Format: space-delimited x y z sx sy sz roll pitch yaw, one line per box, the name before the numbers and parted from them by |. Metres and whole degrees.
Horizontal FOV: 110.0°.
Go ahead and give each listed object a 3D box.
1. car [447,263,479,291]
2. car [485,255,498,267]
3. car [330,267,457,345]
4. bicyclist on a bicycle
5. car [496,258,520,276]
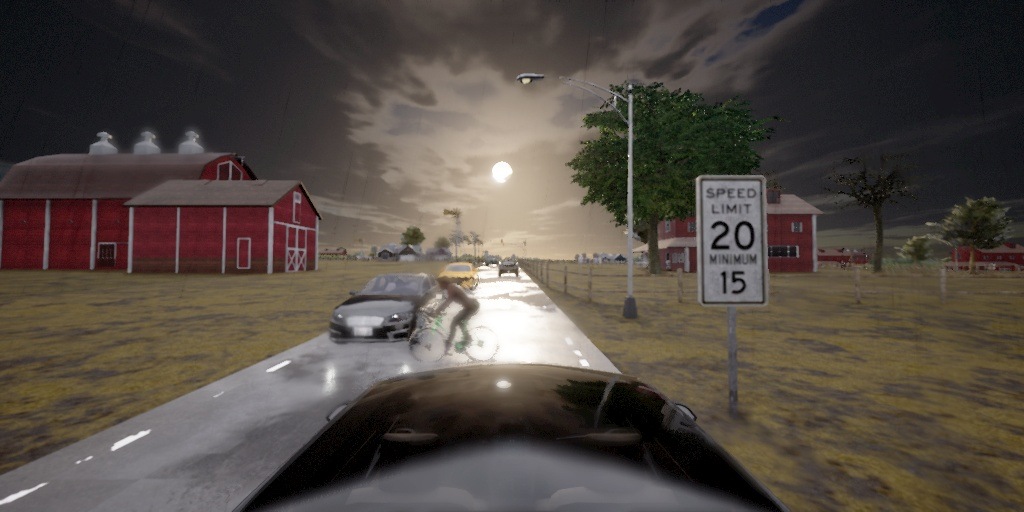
car | -3.053 1.139 21.178 1.882 1.535 5.008 0 0 -1
car | -3.563 0.869 64.951 2.150 2.045 5.566 0 0 0
car | -2.928 1.203 9.443 2.128 1.511 4.902 0 0 -1
bicyclist on a bicycle | -1.066 1.180 6.609 1.656 1.620 0.582 -2 0 -1
car | -0.322 1.125 34.112 1.837 1.490 4.892 0 0 0
